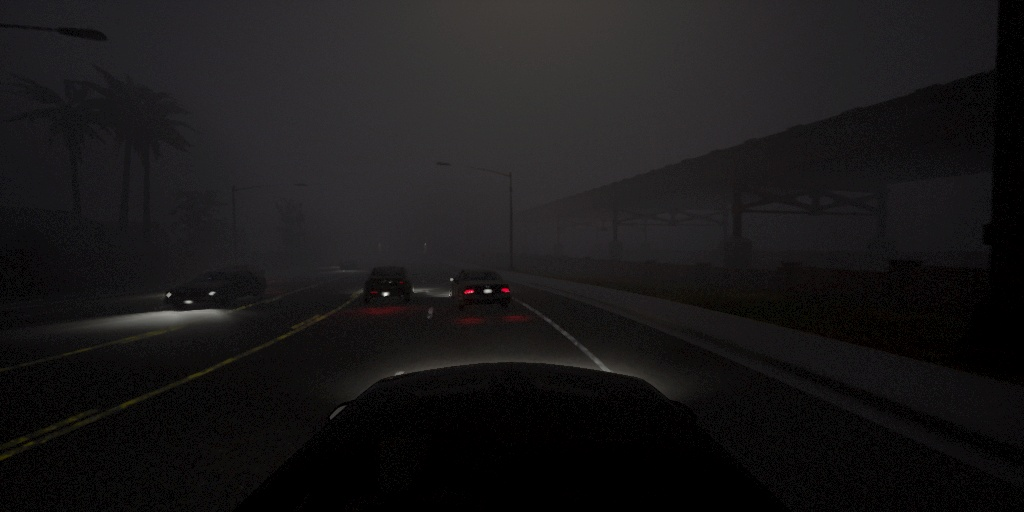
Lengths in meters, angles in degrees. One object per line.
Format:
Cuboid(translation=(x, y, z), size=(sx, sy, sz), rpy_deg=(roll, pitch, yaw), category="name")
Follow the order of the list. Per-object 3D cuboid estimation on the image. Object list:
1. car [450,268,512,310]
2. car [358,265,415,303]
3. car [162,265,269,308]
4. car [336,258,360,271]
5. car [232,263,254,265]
Cuboid(translation=(-1.388, 1.199, 14.310), size=(2.033, 1.411, 5.357), rpy_deg=(-1, 1, -13), category="car")
Cuboid(translation=(-5.532, 1.194, 16.343), size=(1.837, 1.490, 4.892), rpy_deg=(0, 1, -14), category="car")
Cuboid(translation=(-12.871, 1.339, 16.088), size=(2.033, 1.411, 5.357), rpy_deg=(-1, 0, -15), category="car")
Cuboid(translation=(-21.942, 1.195, 48.738), size=(2.033, 1.411, 5.357), rpy_deg=(-1, 1, -15), category="car")
Cuboid(translation=(-18.938, 1.283, 24.887), size=(1.882, 1.535, 5.008), rpy_deg=(-1, 0, -16), category="car")
